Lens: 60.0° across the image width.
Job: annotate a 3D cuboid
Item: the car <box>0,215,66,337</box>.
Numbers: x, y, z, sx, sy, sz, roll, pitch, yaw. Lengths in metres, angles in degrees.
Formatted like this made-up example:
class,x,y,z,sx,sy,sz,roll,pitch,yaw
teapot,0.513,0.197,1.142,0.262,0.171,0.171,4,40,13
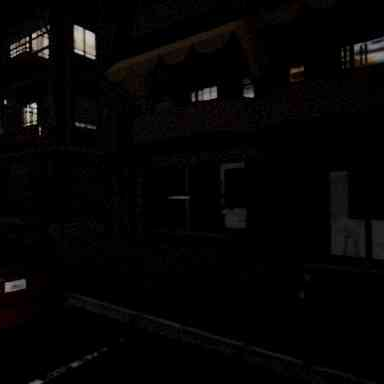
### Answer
class,x,y,z,sx,sy,sz,roll,pitch,yaw
car,-4.235,1.298,5.722,5.009,1.841,2.192,0,-1,35
